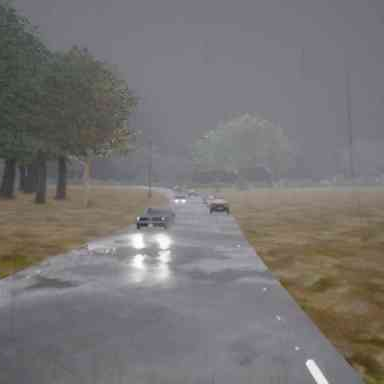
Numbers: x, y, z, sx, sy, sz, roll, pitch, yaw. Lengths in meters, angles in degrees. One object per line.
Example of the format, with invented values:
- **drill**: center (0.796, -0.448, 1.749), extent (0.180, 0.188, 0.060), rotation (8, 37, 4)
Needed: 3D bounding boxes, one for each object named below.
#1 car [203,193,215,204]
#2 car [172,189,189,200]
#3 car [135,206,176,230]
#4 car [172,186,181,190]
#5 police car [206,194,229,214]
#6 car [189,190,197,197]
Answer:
- **car**: center (2.805, 1.161, 44.148), extent (1.801, 1.575, 5.366), rotation (-2, 2, -1)
- **car**: center (-2.243, 0.690, 62.108), extent (1.994, 1.385, 4.181), rotation (0, 2, -5)
- **car**: center (-2.166, 1.568, 20.830), extent (1.895, 1.301, 4.718), rotation (0, 0, 4)
- **car**: center (-4.134, -0.823, 90.045), extent (1.837, 1.490, 4.892), rotation (0, 3, -15)
- **police car**: center (2.733, 1.329, 33.964), extent (1.930, 1.638, 5.238), rotation (0, 1, 2)
- **car**: center (-0.039, 0.202, 69.091), extent (1.812, 1.442, 4.674), rotation (0, 3, -10)
